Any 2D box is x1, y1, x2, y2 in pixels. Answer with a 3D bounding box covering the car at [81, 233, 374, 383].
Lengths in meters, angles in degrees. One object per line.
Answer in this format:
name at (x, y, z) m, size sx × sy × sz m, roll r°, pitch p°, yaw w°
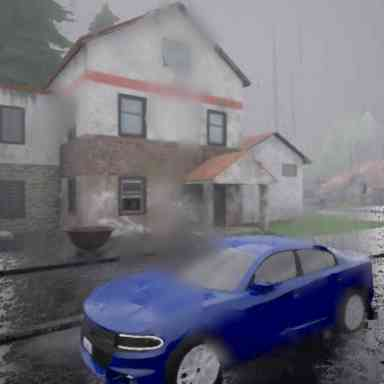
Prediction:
car at (0.865, 1.468, 5.204) m, size 5.008 × 1.535 × 1.882 m, roll 0°, pitch 0°, yaw -35°
